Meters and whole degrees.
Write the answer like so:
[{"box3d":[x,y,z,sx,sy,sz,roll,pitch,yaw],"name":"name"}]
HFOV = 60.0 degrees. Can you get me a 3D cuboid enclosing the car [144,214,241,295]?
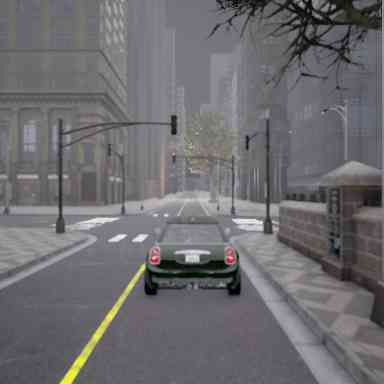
[{"box3d":[0.024,1.396,8.986,2.097,1.767,4.553,0,0,0],"name":"car"}]
